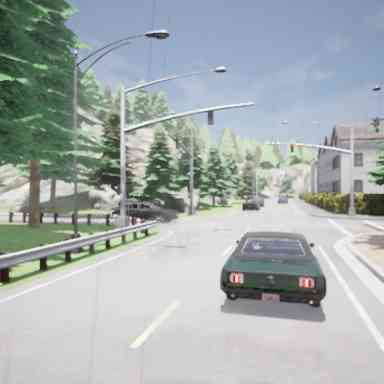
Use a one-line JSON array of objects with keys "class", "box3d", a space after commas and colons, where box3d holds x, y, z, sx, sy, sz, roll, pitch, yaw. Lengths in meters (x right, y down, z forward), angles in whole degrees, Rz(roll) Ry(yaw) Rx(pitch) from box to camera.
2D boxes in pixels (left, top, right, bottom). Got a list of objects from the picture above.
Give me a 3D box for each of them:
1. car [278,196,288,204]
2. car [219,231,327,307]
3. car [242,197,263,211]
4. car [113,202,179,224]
[{"class": "car", "box3d": [17.362, 1.531, 63.527, 2.033, 1.411, 5.357, 0, 0, 16]}, {"class": "car", "box3d": [1.986, 1.599, 8.067, 1.895, 1.301, 4.718, 0, 0, 15]}, {"class": "car", "box3d": [7.332, 1.591, 41.207, 1.895, 1.301, 4.718, 0, 0, 16]}, {"class": "car", "box3d": [-3.409, 1.514, 24.491, 4.892, 1.490, 1.837, 0, 0, 15]}]
